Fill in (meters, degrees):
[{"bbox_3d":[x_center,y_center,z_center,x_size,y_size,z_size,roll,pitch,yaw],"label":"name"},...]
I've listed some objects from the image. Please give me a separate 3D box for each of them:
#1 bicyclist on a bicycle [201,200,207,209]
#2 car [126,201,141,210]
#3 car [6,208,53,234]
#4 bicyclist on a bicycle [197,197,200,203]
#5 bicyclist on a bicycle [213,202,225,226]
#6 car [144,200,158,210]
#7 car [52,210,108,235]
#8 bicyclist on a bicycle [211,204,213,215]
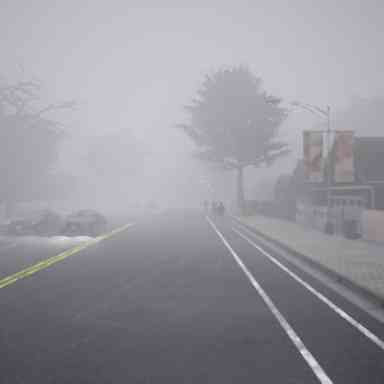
[{"bbox_3d":[2.240,2.079,53.672,0.582,1.620,1.656,0,2,0],"label":"bicyclist on a bicycle"},{"bbox_3d":[-9.815,2.182,56.058,1.812,1.442,4.674,0,-1,0],"label":"car"},{"bbox_3d":[-9.853,1.777,21.196,1.812,1.442,4.674,0,-1,0],"label":"car"},{"bbox_3d":[2.236,2.297,75.641,0.866,1.612,1.509,0,2,0],"label":"bicyclist on a bicycle"},{"bbox_3d":[2.245,1.679,25.679,0.659,1.776,1.843,0,2,0],"label":"bicyclist on a bicycle"},{"bbox_3d":[-6.587,2.136,53.944,1.837,1.490,4.892,0,-1,0],"label":"car"},{"bbox_3d":[-6.604,1.806,20.502,1.994,1.385,4.181,0,-1,0],"label":"car"},{"bbox_3d":[2.244,1.847,33.674,0.582,1.620,1.656,0,2,0],"label":"bicyclist on a bicycle"}]
